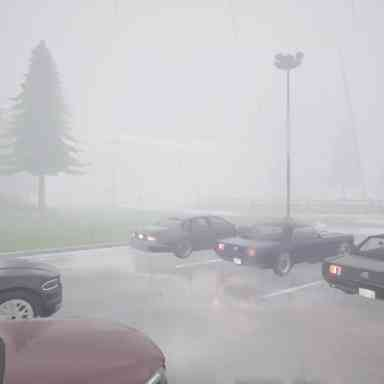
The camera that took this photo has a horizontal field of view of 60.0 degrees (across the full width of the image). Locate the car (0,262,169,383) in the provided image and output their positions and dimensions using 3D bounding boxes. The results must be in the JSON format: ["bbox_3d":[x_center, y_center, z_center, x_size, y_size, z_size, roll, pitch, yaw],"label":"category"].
[{"bbox_3d":[-2.326,1.526,2.087,4.674,1.442,1.812,0,0,-36],"label":"car"}]

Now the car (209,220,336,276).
[{"bbox_3d":[3.060,1.601,10.344,4.718,1.301,1.895,0,0,-35],"label":"car"}]

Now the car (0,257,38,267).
[{"bbox_3d":[-4.532,1.478,4.814,5.008,1.535,1.882,0,0,-36],"label":"car"}]

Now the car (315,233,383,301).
[{"bbox_3d":[5.080,1.601,7.485,4.718,1.301,1.895,0,0,-35],"label":"car"}]

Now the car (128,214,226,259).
[{"bbox_3d":[0.315,1.547,12.695,5.357,1.411,2.033,0,0,-35],"label":"car"}]
